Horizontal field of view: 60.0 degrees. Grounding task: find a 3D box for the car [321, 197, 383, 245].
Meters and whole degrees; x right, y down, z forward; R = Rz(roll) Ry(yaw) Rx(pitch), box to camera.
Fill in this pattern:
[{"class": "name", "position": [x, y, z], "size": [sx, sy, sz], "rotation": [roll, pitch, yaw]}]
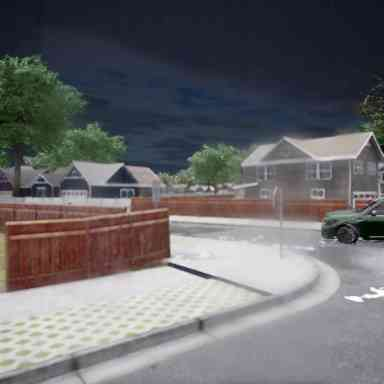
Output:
[{"class": "car", "position": [8.287, 1.206, 13.647], "size": [5.566, 2.045, 2.150], "rotation": [-1, 3, 24]}]
